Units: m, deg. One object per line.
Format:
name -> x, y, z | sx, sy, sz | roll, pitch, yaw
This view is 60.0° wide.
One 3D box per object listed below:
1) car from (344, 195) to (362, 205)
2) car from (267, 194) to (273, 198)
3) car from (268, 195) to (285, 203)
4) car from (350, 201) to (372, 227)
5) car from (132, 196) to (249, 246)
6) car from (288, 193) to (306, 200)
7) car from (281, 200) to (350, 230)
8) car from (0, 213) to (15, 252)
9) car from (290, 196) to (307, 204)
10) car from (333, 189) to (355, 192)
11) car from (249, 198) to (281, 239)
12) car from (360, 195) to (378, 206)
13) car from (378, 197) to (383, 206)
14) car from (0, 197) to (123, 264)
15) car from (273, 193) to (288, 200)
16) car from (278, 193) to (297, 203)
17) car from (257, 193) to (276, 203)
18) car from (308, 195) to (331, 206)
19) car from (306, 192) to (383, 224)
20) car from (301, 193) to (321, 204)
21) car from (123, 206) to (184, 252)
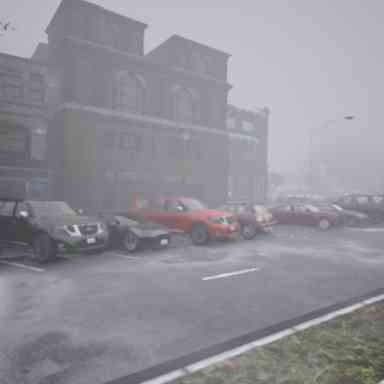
car -> 29.953, 1.519, 61.913 | 2.185, 1.767, 4.553 | 1, -2, 35
car -> 13.702, 1.134, 55.863 | 1.946, 1.575, 5.366 | 0, -1, 35
car -> 19.593, 1.649, 76.796 | 2.231, 1.521, 4.892 | 1, -2, 35
car -> 9.266, 1.503, 22.516 | 4.674, 1.452, 2.002 | -1, -1, 35
car -> -0.551, 1.214, 15.545 | 5.566, 2.045, 2.435 | -1, -1, 35
car -> 16.965, 1.133, 50.839 | 2.231, 1.521, 4.892 | 0, -1, 35
car -> 6.793, 1.466, 20.774 | 5.008, 1.535, 2.097 | -1, -1, 35
car -> -7.898, 1.495, 10.309 | 4.792, 1.488, 2.163 | -1, -1, 35
car -> 23.030, 1.675, 71.800 | 2.163, 1.488, 4.792 | 1, -2, 35
car -> 20.331, 0.879, 45.952 | 2.435, 2.045, 5.566 | 1, 0, 35
car -> 1.899, 1.340, 17.271 | 4.553, 1.767, 2.185 | -1, -1, 35
car -> 31.632, 1.516, 59.380 | 2.185, 1.767, 4.553 | 1, -2, 35
car -> 33.373, 1.643, 56.919 | 2.231, 1.521, 4.892 | 1, -2, 35
car -> -5.452, 1.214, 12.059 | 5.566, 2.045, 2.435 | -1, -1, 35
car -> 15.267, 1.007, 53.253 | 2.185, 1.767, 4.553 | 0, -1, 35
car -> 21.356, 1.398, 74.343 | 2.435, 2.045, 5.566 | 1, -2, 35
car -> 17.875, 1.397, 79.264 | 2.435, 2.045, 5.566 | 1, -2, 35
car -> 18.652, 1.171, 48.409 | 2.002, 1.452, 4.674 | 1, 0, 35
car -> 11.702, 1.203, 24.268 | 5.566, 2.045, 2.435 | -1, 0, 35
car -> 24.763, 1.394, 69.322 | 2.435, 2.045, 5.566 | 1, -2, 35
car -> -3.001, 1.495, 13.797 | 4.792, 1.488, 2.163 | -1, -1, 35
